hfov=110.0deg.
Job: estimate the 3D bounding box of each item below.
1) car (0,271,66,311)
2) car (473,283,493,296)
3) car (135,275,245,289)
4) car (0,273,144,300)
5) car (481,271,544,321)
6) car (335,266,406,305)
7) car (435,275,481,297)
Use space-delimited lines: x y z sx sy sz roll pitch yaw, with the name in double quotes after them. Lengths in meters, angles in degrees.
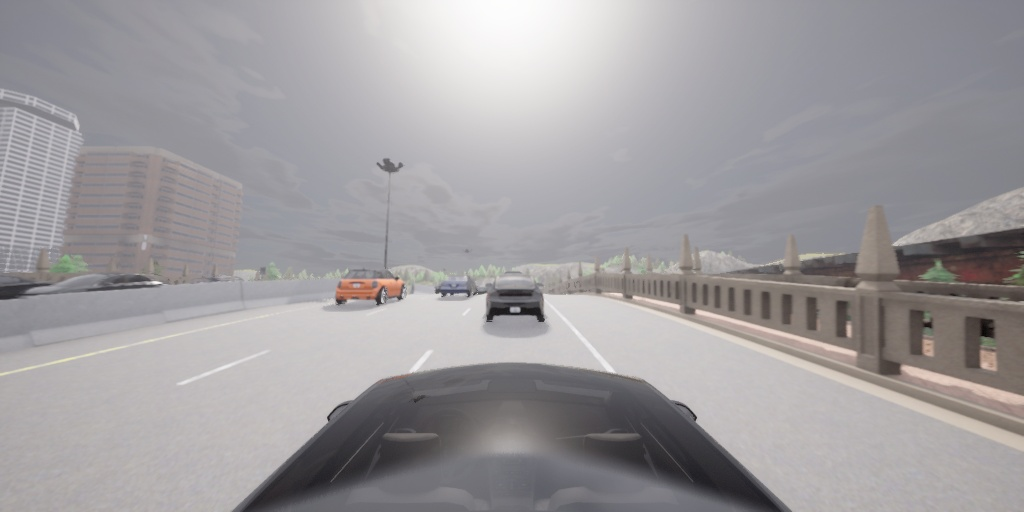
-21.097 1.392 13.675 1.882 1.535 5.008 0 -2 0 "car"
-3.413 4.060 42.528 1.994 1.385 4.181 0 -8 0 "car"
-14.096 1.625 16.770 1.895 1.301 4.718 0 -2 0 "car"
-17.595 1.475 15.440 1.837 1.490 4.892 0 -2 0 "car"
0.098 1.383 12.885 1.837 1.490 4.892 0 -1 0 "car"
-6.905 1.432 18.058 2.097 1.767 4.553 0 -3 0 "car"
-3.406 1.955 23.517 2.033 1.411 5.357 0 -4 0 "car"
